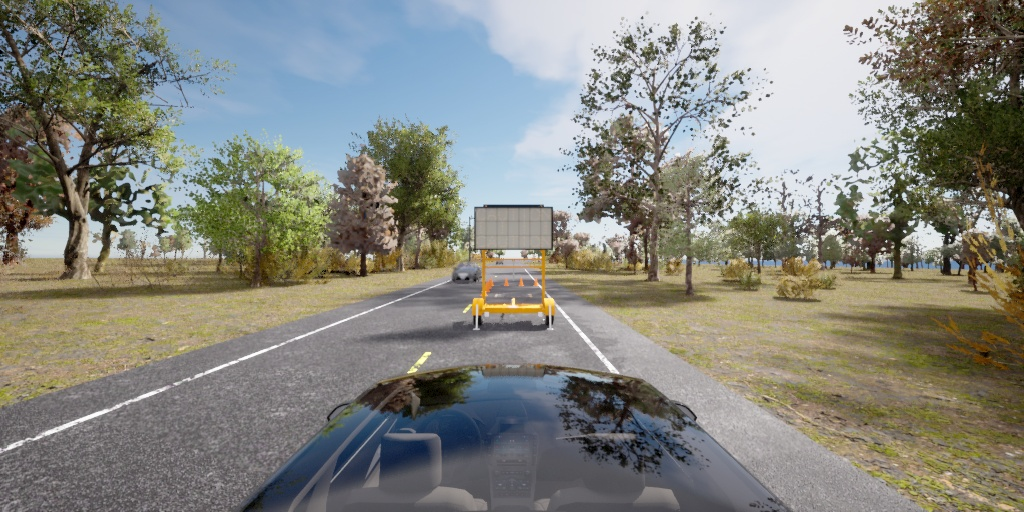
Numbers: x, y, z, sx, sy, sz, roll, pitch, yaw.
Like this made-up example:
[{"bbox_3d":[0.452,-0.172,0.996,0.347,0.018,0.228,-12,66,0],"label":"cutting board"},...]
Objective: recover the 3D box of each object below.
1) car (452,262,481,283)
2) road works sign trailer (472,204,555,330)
[{"bbox_3d":[-3.474,1.264,27.939,2.128,1.511,4.902,0,0,0],"label":"car"},{"bbox_3d":[0.050,0.218,11.094,2.380,3.560,2.880,0,0,0],"label":"road works sign trailer"}]
